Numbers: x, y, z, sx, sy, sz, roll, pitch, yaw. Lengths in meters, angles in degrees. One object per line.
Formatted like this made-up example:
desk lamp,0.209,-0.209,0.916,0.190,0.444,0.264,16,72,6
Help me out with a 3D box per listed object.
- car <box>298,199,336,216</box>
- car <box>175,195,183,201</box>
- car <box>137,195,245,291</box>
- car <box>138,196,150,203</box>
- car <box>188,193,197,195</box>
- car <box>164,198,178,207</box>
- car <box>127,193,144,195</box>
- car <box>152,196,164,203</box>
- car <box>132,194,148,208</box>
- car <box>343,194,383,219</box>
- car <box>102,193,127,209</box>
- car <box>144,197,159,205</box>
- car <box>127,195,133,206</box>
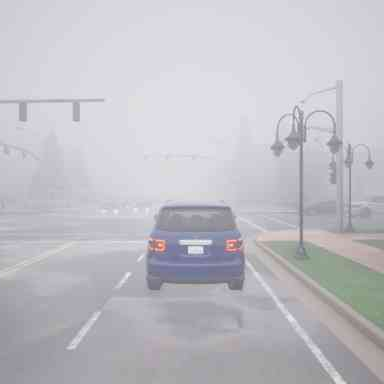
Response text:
car,12.763,1.505,32.252,4.892,1.490,1.837,0,0,-1
car,-3.441,1.477,87.094,1.882,1.535,5.008,0,0,0
car,0.086,1.222,9.162,2.150,2.045,5.566,0,0,0
car,-10.451,1.539,72.749,2.033,1.411,5.357,0,0,0
car,0.052,1.544,77.893,1.994,1.385,4.181,0,0,0
car,-3.353,1.600,53.199,1.895,1.301,4.718,0,0,0
car,-10.514,1.477,62.288,1.882,1.535,5.008,0,0,0
car,-6.967,1.504,68.022,1.837,1.490,4.892,0,0,0
car,-7.050,1.477,48.957,1.882,1.535,5.008,0,0,0
car,16.208,1.221,28.772,5.566,2.045,2.150,0,0,-1
car,-10.562,1.352,44.885,2.097,1.767,4.553,0,0,0
car,-7.030,1.564,57.949,1.994,1.385,4.181,0,0,1
car,-10.546,1.564,53.515,1.994,1.385,4.181,0,0,1
